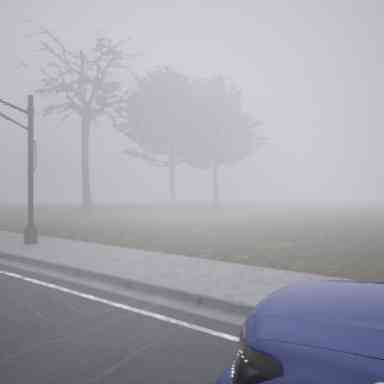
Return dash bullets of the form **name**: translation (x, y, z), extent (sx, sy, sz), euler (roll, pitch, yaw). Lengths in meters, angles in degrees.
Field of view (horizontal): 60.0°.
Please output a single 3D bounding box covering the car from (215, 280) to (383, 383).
- **car**: translation (2.823, 1.223, 1.671), extent (5.566, 2.045, 2.150), euler (0, 0, 35)
